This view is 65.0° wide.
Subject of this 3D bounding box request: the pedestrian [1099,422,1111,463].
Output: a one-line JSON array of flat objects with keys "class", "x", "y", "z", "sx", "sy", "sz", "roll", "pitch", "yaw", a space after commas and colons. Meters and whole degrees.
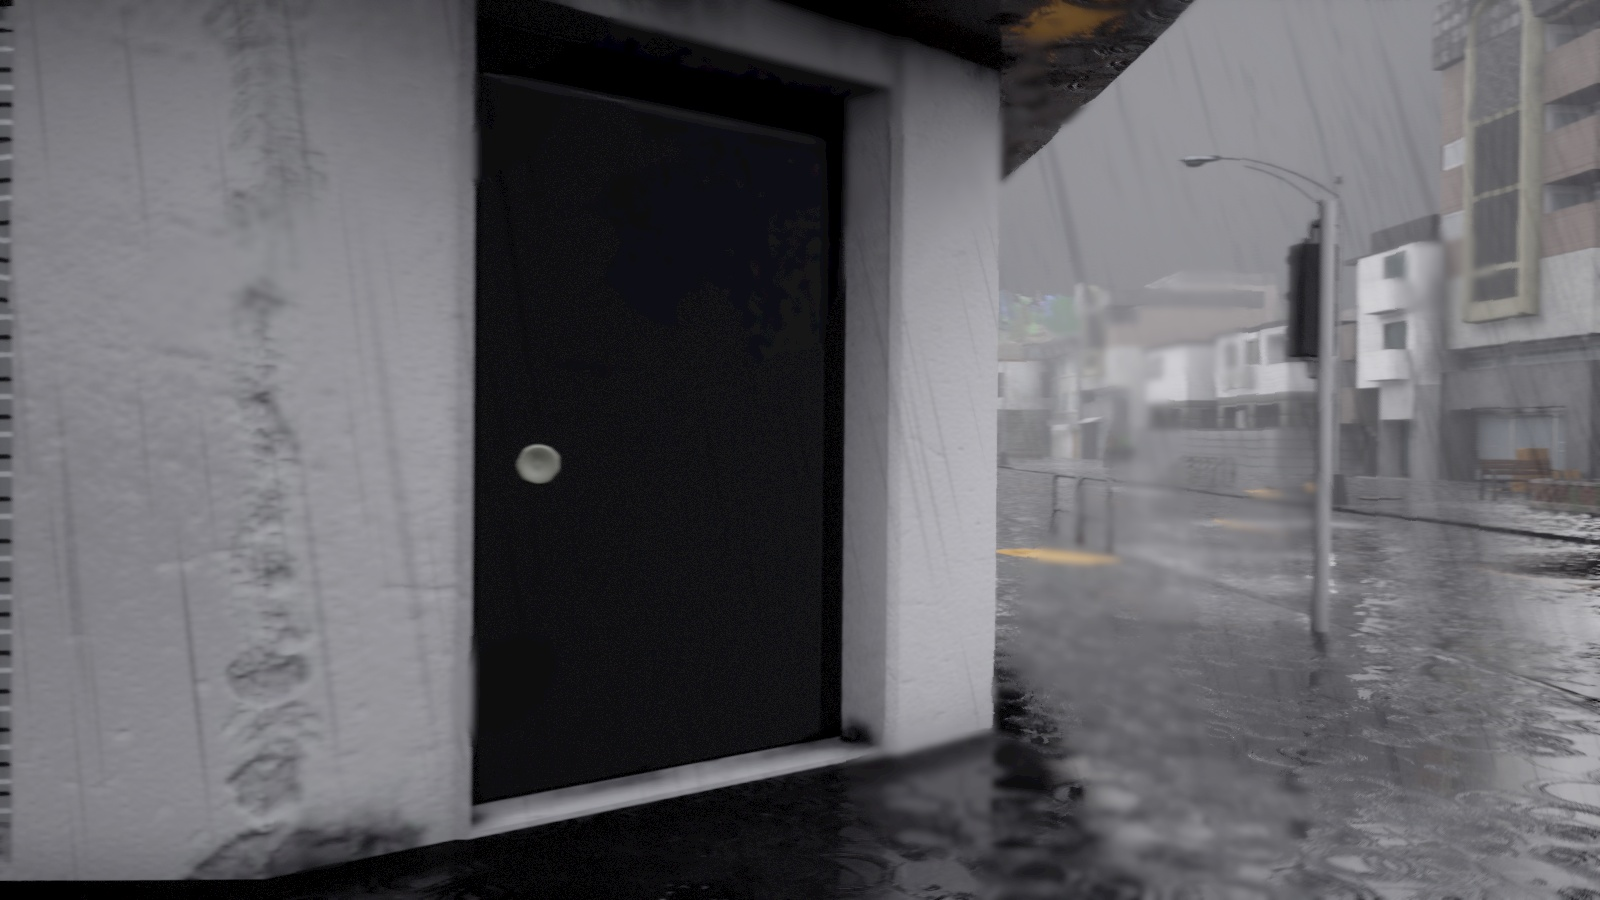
[{"class": "pedestrian", "x": 13.746, "y": -0.350, "z": 56.676, "sx": 0.331, "sy": 1.846, "sz": 0.634, "roll": -1, "pitch": 1, "yaw": -5}]
